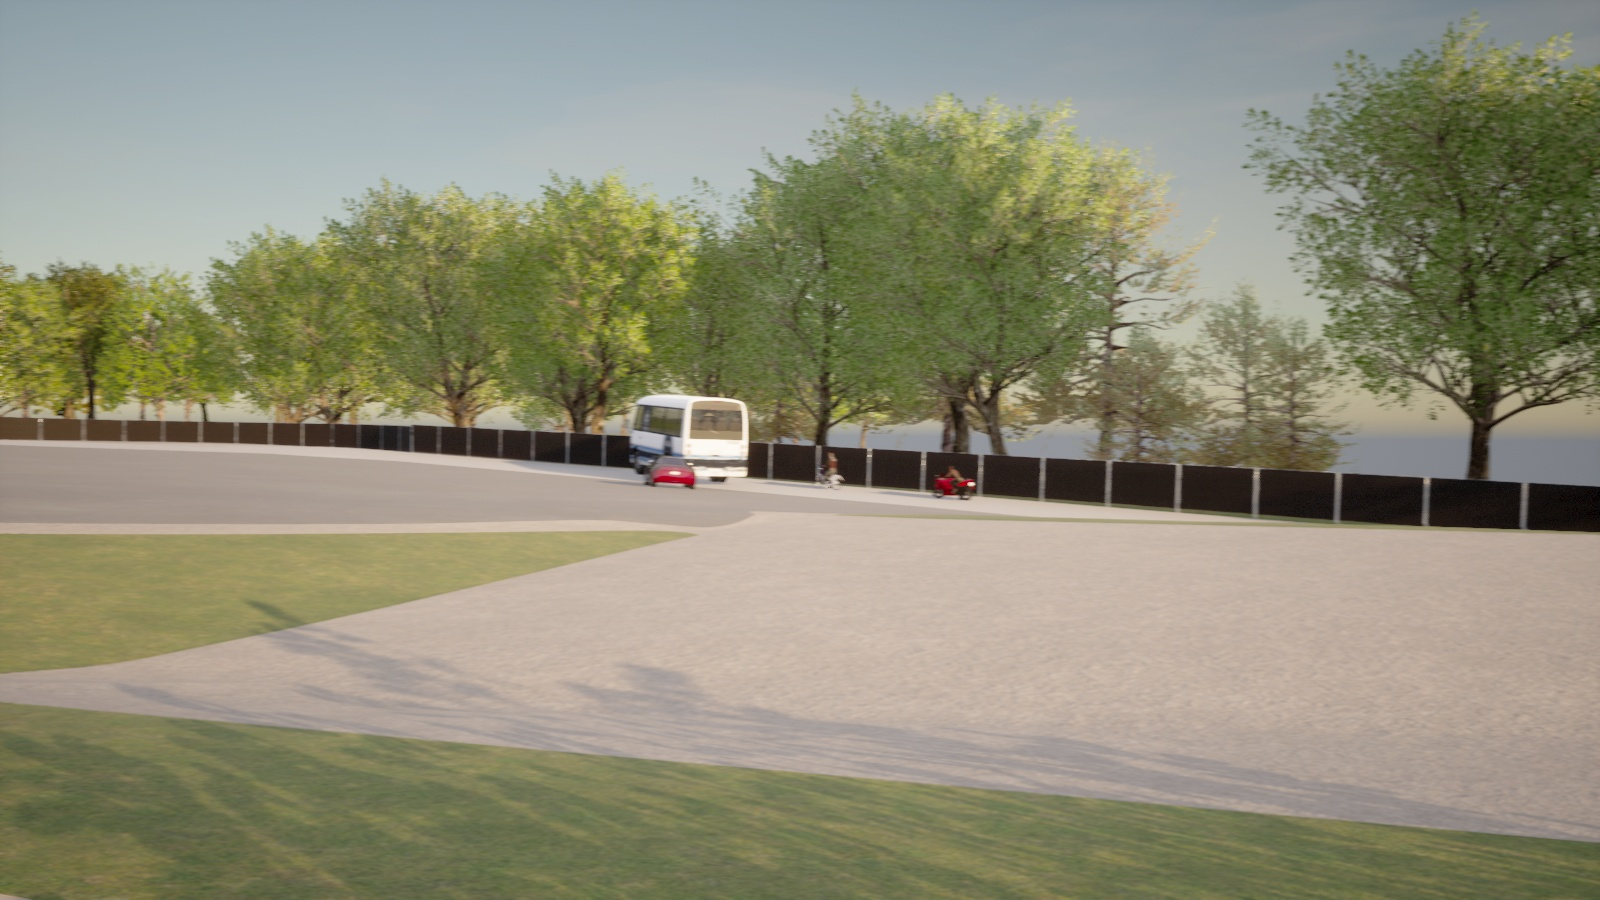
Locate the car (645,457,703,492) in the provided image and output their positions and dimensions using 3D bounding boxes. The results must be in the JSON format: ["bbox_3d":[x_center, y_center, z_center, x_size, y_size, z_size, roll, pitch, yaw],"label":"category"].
[{"bbox_3d":[-5.520,1.036,54.499,1.994,1.385,4.181,3,-1,-12],"label":"car"}]

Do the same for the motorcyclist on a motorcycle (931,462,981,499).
[{"bbox_3d":[6.845,1.322,55.136,2.044,1.523,0.797,2,3,37],"label":"motorcyclist on a motorcycle"}]

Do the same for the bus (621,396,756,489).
[{"bbox_3d":[-5.968,-0.560,64.507,3.944,4.253,10.273,0,3,-22],"label":"bus"}]

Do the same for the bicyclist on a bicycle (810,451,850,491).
[{"bbox_3d":[1.420,0.978,59.498,1.843,1.776,0.659,3,3,39],"label":"bicyclist on a bicycle"}]
